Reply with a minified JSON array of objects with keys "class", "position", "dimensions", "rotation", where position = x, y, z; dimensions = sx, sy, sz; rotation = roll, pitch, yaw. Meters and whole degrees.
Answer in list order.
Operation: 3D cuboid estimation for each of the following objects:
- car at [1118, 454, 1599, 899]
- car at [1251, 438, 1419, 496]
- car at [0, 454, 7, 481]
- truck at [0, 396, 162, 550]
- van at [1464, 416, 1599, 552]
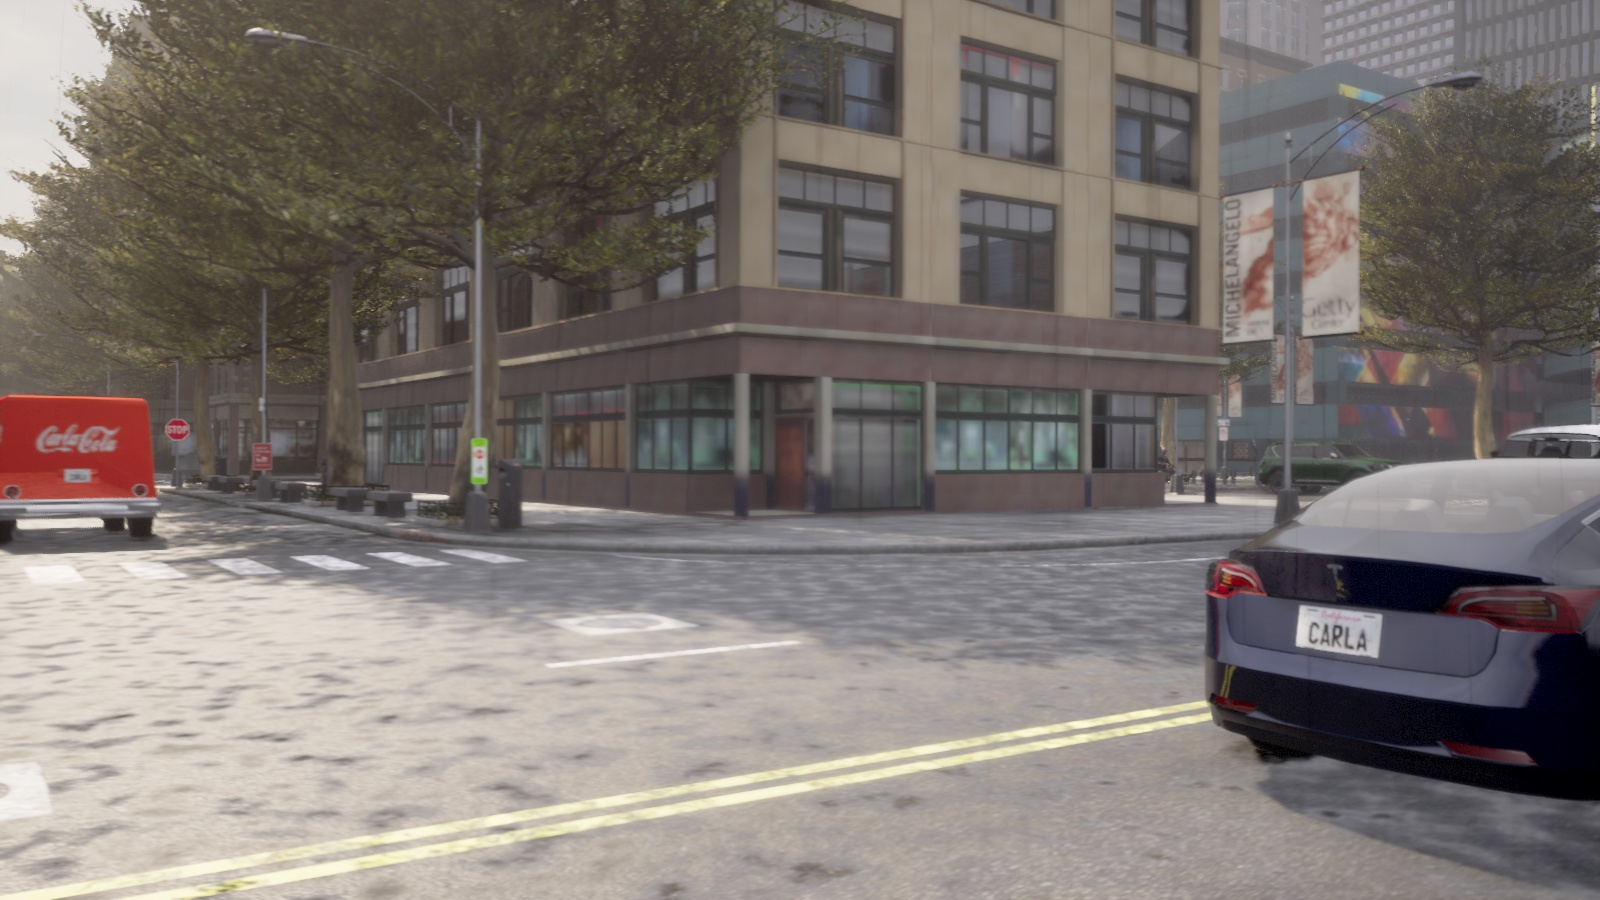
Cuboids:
[{"class":"car","position":[4.086,0.763,6.364],"dimensions":[4.792,1.488,2.163],"rotation":[0,0,-34]},{"class":"car","position":[20.061,0.606,47.336],"dimensions":[2.150,2.045,5.566],"rotation":[0,0,-34]},{"class":"car","position":[-46.814,0.989,72.336],"dimensions":[1.789,1.549,3.705],"rotation":[0,0,-34]},{"class":"truck","position":[-13.415,0.347,22.826],"dimensions":[2.627,2.467,5.204],"rotation":[0,0,-34]},{"class":"van","position":[13.313,0.532,20.946],"dimensions":[4.480,2.038,2.069],"rotation":[1,0,-34]}]
